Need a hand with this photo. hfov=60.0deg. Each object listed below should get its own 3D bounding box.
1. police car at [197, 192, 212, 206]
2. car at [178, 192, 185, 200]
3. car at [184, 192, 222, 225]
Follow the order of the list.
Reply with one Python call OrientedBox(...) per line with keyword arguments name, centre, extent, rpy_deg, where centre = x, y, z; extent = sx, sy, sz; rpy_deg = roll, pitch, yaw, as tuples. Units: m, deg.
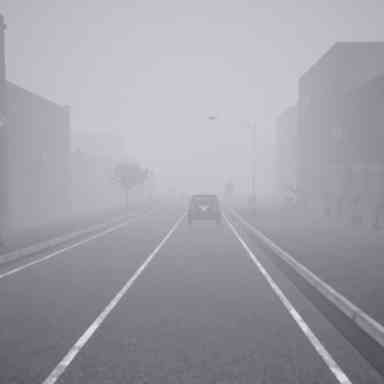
OrientedBox(name="police car", centre=(1.720, 0.940, 45.638), extent=(1.930, 1.638, 5.238), rpy_deg=(0, 2, 3))
OrientedBox(name="car", centre=(-1.337, 0.715, 59.001), extent=(1.812, 1.442, 4.674), rpy_deg=(0, 1, 3))
OrientedBox(name="car", centre=(0.868, 1.116, 23.118), extent=(2.150, 2.045, 5.566), rpy_deg=(0, 1, 3))
